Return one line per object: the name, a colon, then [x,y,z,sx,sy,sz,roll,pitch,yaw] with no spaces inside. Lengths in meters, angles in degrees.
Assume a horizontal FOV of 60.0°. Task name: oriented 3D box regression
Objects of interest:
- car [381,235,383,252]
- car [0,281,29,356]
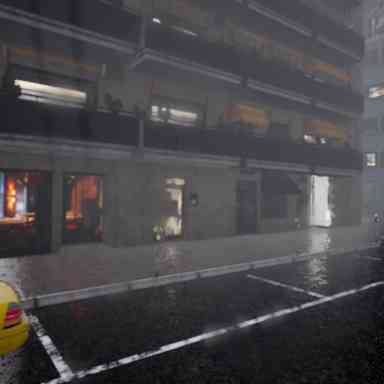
car: [9.228,1.719,13.135,4.313,1.339,1.947,1,0,-36]
car: [-4.397,1.508,3.412,4.829,1.417,1.752,1,0,-36]
